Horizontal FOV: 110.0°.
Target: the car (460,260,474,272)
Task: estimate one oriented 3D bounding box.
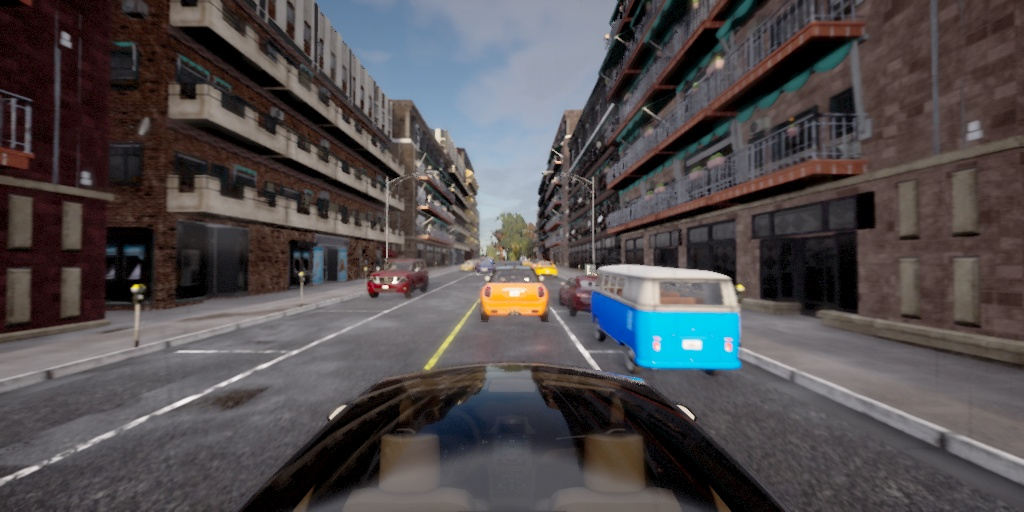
[{"bbox_3d":[-5.687,1.289,46.721,1.751,1.417,4.829,0,0,0],"label":"car"}]

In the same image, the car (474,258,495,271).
[{"bbox_3d":[-3.088,1.287,42.298,1.812,1.442,4.674,0,0,0],"label":"car"}]

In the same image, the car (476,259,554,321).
[{"bbox_3d":[0.084,1.105,12.561,2.097,1.767,4.553,0,0,0],"label":"car"}]

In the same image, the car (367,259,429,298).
[{"bbox_3d":[-5.688,1.068,18.583,2.192,1.841,5.009,0,0,0],"label":"car"}]

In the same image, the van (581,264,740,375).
[{"bbox_3d":[2.691,1.092,7.219,1.690,1.789,3.998,0,0,0],"label":"van"}]

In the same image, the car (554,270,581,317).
[{"bbox_3d":[2.692,1.334,12.880,1.802,1.307,4.207,0,0,0],"label":"car"}]

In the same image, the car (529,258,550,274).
[{"bbox_3d":[3.115,1.114,41.092,2.097,1.767,4.553,0,0,0],"label":"car"}]

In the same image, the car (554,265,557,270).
[{"bbox_3d":[3.142,1.236,34.121,1.882,1.535,5.008,0,0,0],"label":"car"}]
